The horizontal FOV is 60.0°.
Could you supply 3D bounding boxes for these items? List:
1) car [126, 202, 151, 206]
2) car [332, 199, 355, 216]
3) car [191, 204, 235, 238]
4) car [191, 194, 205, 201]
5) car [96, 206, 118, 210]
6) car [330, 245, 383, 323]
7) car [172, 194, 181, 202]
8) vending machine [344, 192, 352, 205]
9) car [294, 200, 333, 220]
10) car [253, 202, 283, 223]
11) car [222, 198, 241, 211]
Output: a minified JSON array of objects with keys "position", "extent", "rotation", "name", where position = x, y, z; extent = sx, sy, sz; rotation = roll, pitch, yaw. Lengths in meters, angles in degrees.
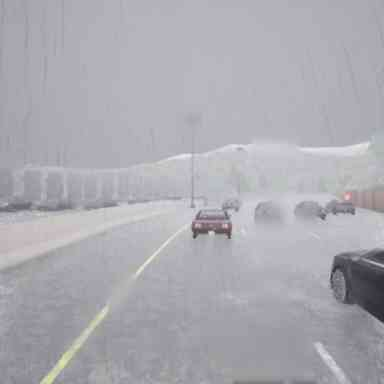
[{"position":[-6.165,1.387,38.769],"extent":[1.994,1.385,4.181],"rotation":[0,0,13],"name":"car"},{"position":[13.925,1.399,31.447],"extent":[2.128,1.511,4.902],"rotation":[0,0,11],"name":"car"},{"position":[1.103,1.533,17.143],"extent":[1.895,1.301,4.718],"rotation":[0,0,6],"name":"car"},{"position":[1.282,1.130,73.577],"extent":[1.882,1.535,5.008],"rotation":[0,0,21],"name":"car"},{"position":[-10.127,1.367,37.170],"extent":[2.033,1.411,5.357],"rotation":[0,0,12],"name":"car"},{"position":[3.778,1.480,5.102],"extent":[2.128,1.511,4.902],"rotation":[0,0,2],"name":"car"},{"position":[-3.973,1.175,69.753],"extent":[1.882,1.535,5.008],"rotation":[0,0,21],"name":"car"},{"position":[25.584,1.039,54.679],"extent":[1.100,2.100,0.880],"rotation":[0,0,21],"name":"vending machine"},{"position":[9.503,1.462,27.026],"extent":[2.033,1.411,5.357],"rotation":[0,0,10],"name":"car"},{"position":[5.541,1.461,24.417],"extent":[2.033,1.411,5.357],"rotation":[0,0,9],"name":"car"},{"position":[4.500,1.404,37.689],"extent":[2.033,1.411,5.357],"rotation":[0,0,13],"name":"car"}]
